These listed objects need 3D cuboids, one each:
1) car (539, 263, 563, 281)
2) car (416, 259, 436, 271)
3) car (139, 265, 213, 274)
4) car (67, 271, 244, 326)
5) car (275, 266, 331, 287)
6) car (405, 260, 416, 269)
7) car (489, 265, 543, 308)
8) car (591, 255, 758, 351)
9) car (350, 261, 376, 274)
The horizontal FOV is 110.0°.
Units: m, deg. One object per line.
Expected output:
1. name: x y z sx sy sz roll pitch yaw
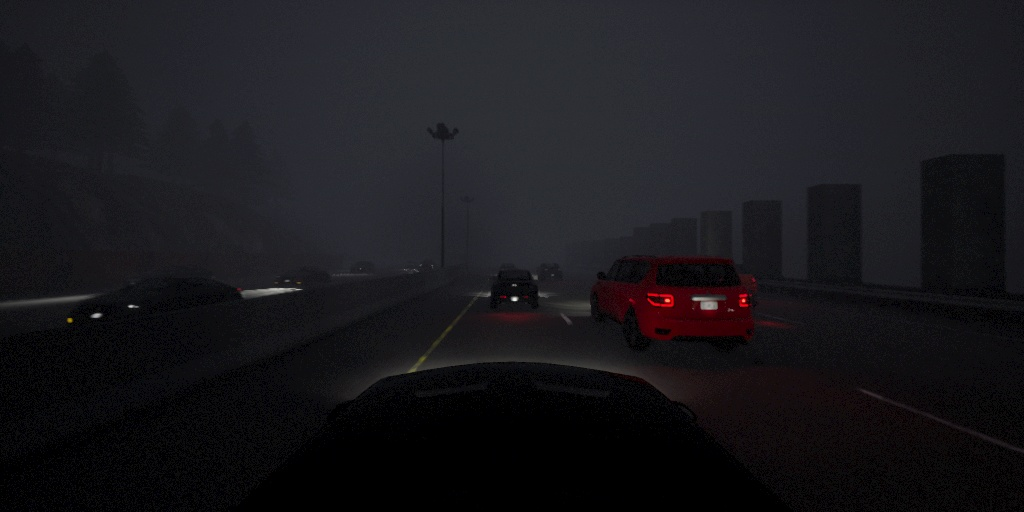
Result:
1. car: 3.281 1.360 31.906 2.128 1.511 4.902 0 0 -2
2. car: -12.315 1.282 52.555 2.097 1.767 4.553 0 0 -6
3. car: -21.200 1.299 22.453 2.128 1.511 4.902 0 0 -1
4. car: -10.611 1.339 11.152 1.994 1.385 4.181 0 0 0
5. car: -14.246 1.386 24.666 1.994 1.385 4.181 0 0 -1
6. car: -16.862 1.475 60.332 1.812 1.442 4.674 0 0 -9
7. car: 0.086 1.308 15.474 1.837 1.490 4.892 0 0 0
8. car: 3.598 1.004 9.234 2.150 2.045 5.566 0 0 0
9. car: -18.549 1.396 44.754 1.837 1.490 4.892 0 0 -3
